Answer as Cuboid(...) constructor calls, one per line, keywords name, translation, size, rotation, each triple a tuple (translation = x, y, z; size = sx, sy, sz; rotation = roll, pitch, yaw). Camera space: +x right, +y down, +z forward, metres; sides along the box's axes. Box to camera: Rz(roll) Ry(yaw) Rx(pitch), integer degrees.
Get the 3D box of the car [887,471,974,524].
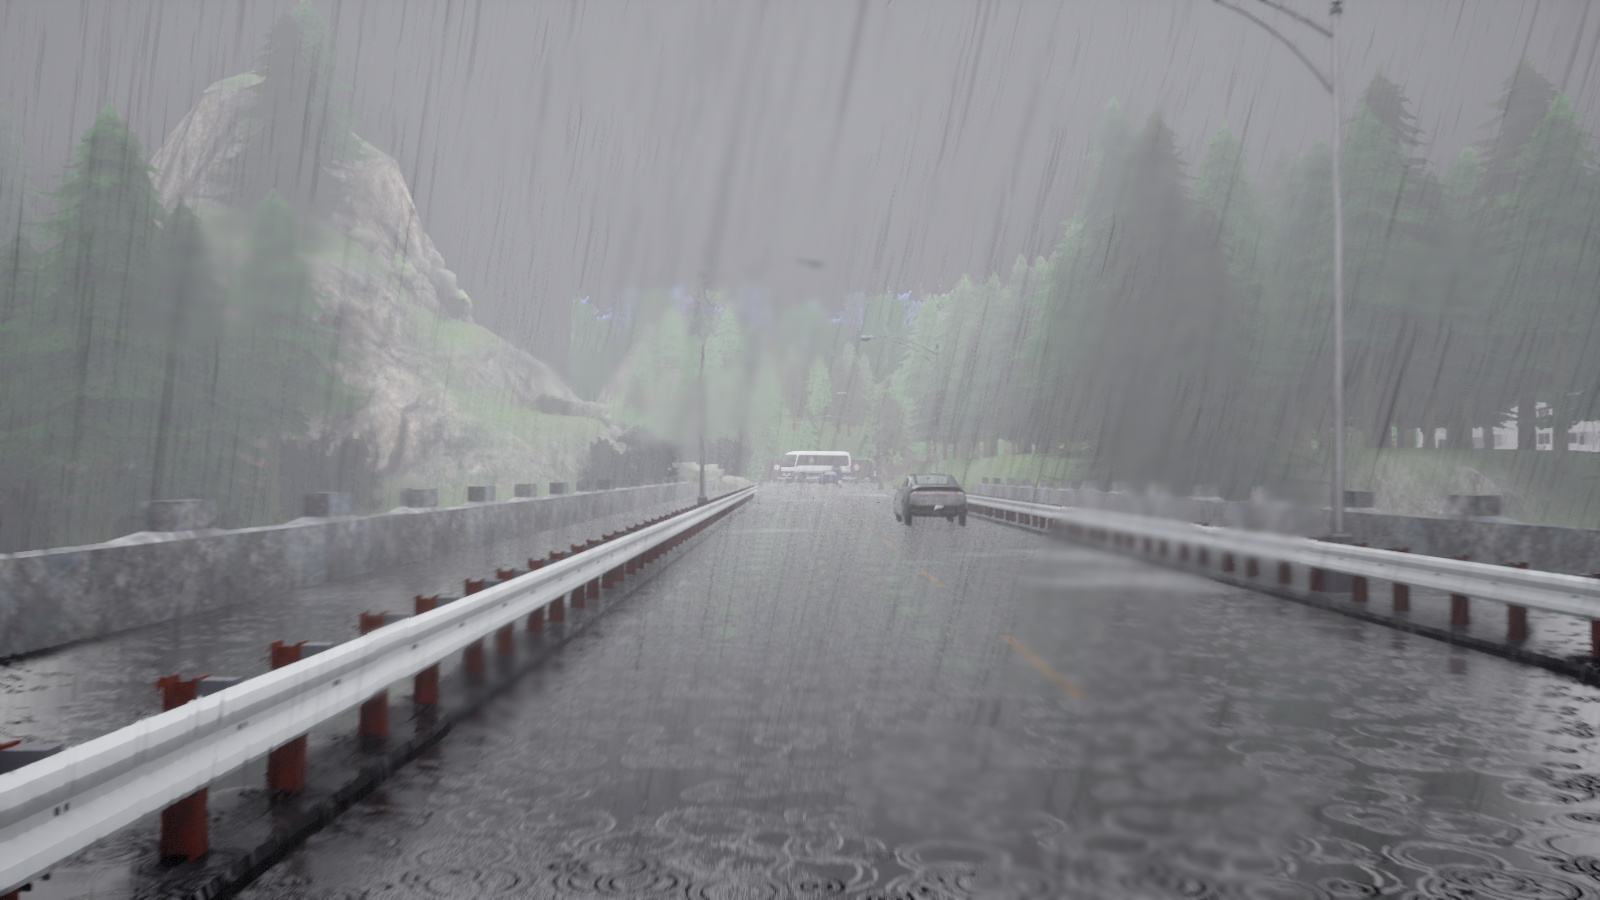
Cuboid(name="car", translation=(3.905, 1.394, 38.312), size=(2.128, 1.511, 4.902), rotation=(0, -1, 0))
